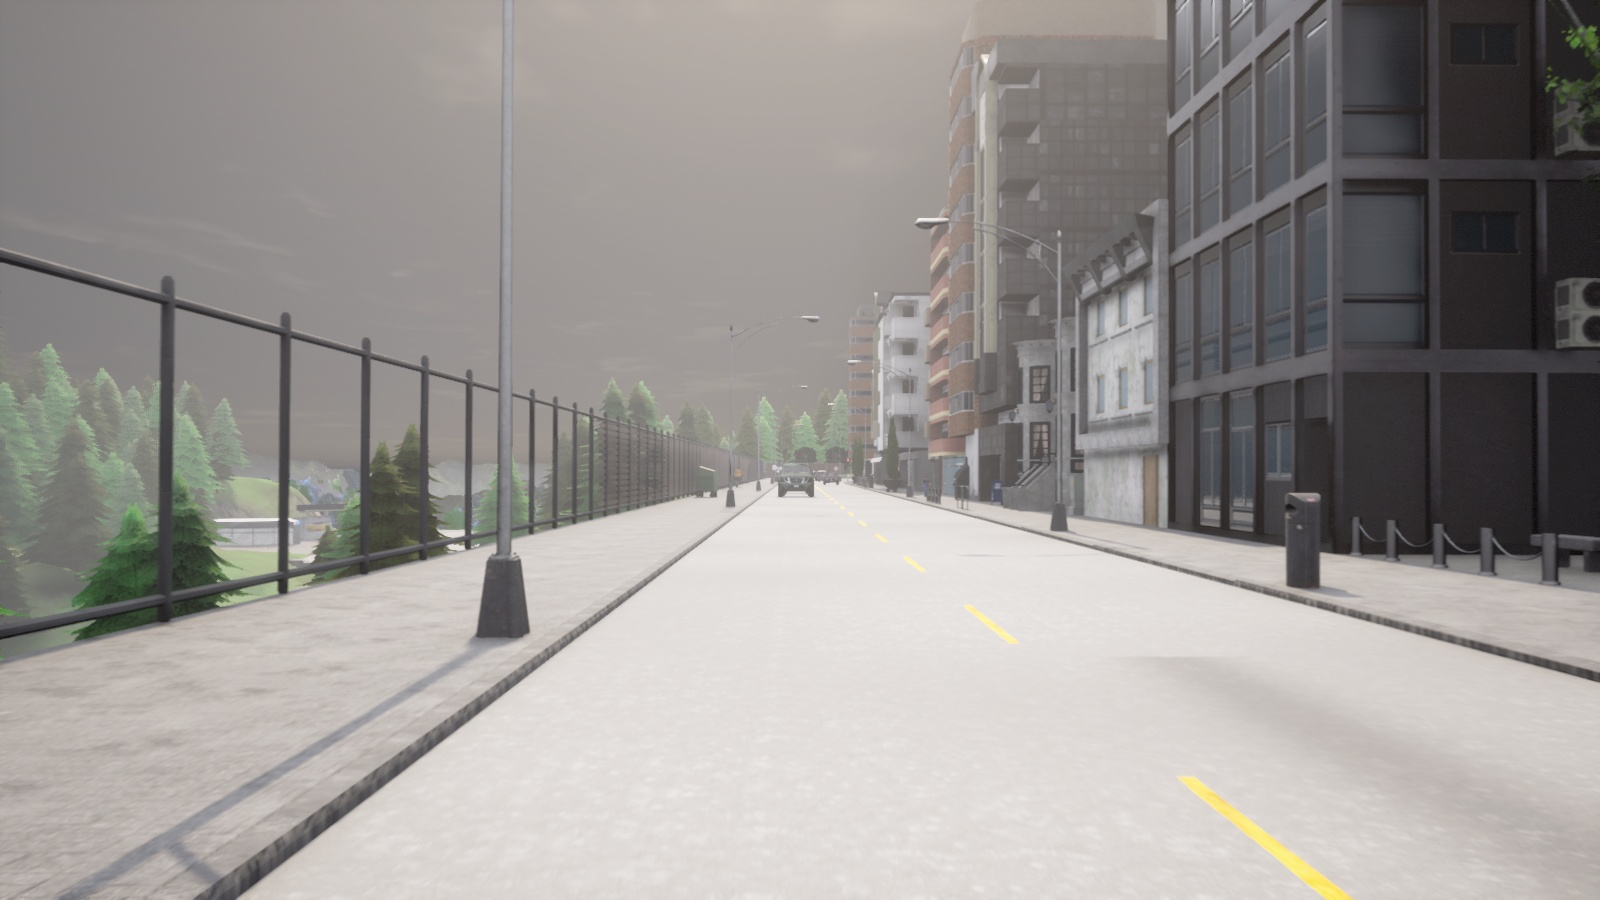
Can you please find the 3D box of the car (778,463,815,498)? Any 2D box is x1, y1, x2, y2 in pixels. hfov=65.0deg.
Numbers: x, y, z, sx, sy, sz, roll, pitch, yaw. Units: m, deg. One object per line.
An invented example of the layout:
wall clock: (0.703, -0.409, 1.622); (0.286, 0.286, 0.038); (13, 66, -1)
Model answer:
car: (-0.215, 1.814, 76.407); (2.150, 2.045, 5.566); (0, -1, 0)
